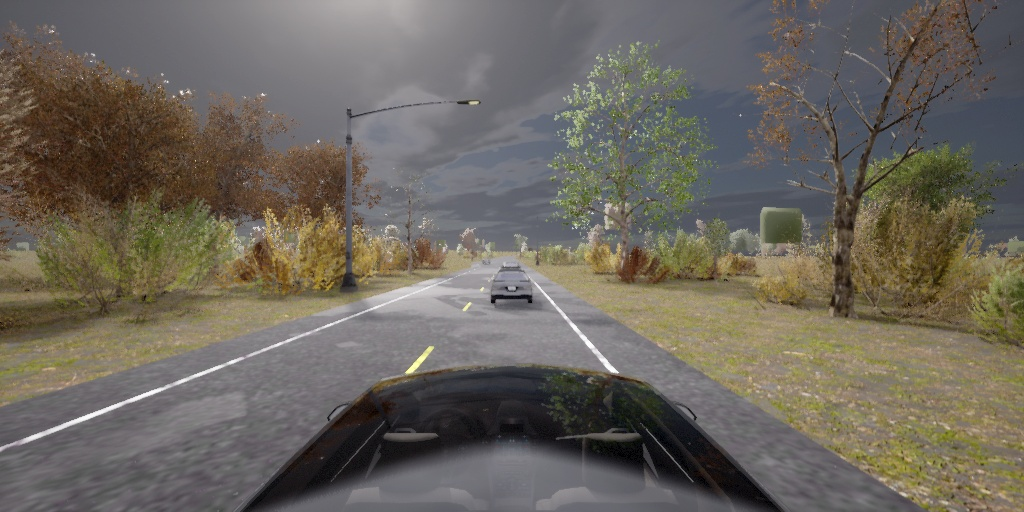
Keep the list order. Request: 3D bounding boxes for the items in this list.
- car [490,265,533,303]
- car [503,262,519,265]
[{"bbox_3d":[-0.017,1.311,16.505,2.033,1.411,5.357,0,0,0],"label":"car"},{"bbox_3d":[-0.078,1.243,31.509,2.128,1.511,4.902,0,0,0],"label":"car"}]
